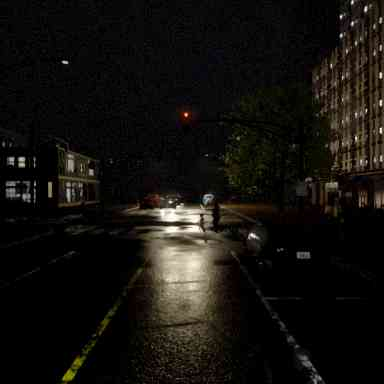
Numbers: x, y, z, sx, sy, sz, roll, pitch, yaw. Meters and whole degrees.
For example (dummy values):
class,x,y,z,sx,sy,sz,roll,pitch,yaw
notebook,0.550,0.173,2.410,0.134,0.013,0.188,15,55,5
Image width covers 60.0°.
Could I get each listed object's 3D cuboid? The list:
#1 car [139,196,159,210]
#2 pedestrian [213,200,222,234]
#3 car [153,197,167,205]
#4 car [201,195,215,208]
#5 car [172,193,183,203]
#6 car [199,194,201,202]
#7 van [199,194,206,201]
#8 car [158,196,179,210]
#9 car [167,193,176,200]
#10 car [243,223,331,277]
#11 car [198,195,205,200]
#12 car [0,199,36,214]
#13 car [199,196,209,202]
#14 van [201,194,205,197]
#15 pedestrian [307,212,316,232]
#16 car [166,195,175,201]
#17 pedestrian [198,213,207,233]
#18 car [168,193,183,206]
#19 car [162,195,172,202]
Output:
class,x,y,z,sx,sy,sz,roll,pitch,yaw
car,-5.675,1.585,42.602,1.802,1.307,4.206,0,0,0
pedestrian,1.298,1.295,17.800,0.375,1.860,0.375,0,0,0
car,-5.670,1.555,59.255,2.008,1.369,4.403,0,0,0
car,2.707,1.529,48.322,1.752,1.417,4.829,0,0,0
car,-2.979,1.229,69.475,2.150,2.045,5.566,0,0,0
car,2.712,1.556,64.806,2.008,1.369,4.403,0,0,0
van,2.720,1.349,87.010,1.690,1.788,3.998,0,0,0
car,-3.081,1.567,43.811,1.994,1.385,4.181,0,0,0
car,-5.660,1.324,92.561,2.192,1.841,5.009,0,0,0
car,2.697,1.566,10.123,1.947,1.339,4.313,0,0,0
car,2.721,1.534,92.731,1.752,1.417,4.829,0,0,0
car,-17.260,1.372,31.608,4.507,1.381,1.887,1,-1,-1
car,2.715,1.572,75.908,1.947,1.339,4.313,0,0,0
van,2.710,1.345,53.704,1.690,1.788,3.998,0,0,0
pedestrian,6.162,1.522,17.092,0.500,1.100,0.500,0,0,0
car,-5.662,1.559,87.010,2.008,1.369,4.403,0,0,0
pedestrian,0.604,1.675,18.292,0.500,1.100,0.500,0,0,0
car,-3.068,1.227,57.130,2.150,2.045,5.566,0,0,0
car,-5.665,1.532,75.738,1.752,1.417,4.829,0,0,0
